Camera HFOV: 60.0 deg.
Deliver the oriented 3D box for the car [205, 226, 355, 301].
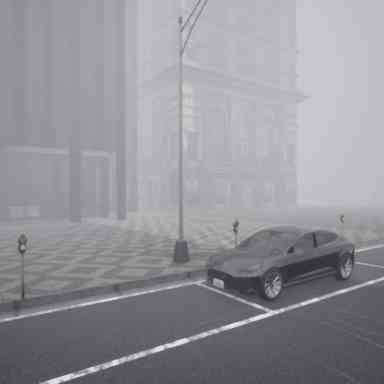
[{"bbox_3d":[2.339,1.561,8.298,4.313,1.339,1.947,0,0,-35],"label":"car"}]
